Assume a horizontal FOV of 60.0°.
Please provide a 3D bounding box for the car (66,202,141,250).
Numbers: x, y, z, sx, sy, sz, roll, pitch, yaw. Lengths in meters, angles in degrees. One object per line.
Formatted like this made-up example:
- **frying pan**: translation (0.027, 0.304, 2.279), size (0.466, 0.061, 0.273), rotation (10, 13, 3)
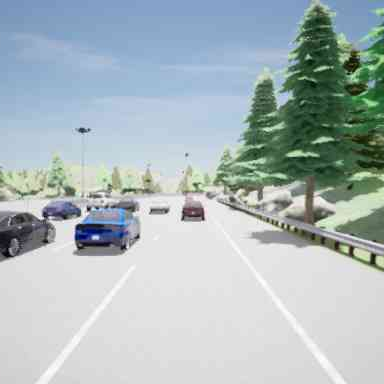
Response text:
- **car**: translation (-3.380, 1.436, 14.145), size (1.882, 1.535, 5.008), rotation (0, 0, 0)

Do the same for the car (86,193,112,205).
- **car**: translation (-10.421, 1.106, 38.320), size (2.150, 2.045, 5.566), rotation (0, 0, 0)

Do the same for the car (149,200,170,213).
- **car**: translation (-3.366, 1.520, 35.801), size (1.895, 1.301, 4.718), rotation (0, 0, 0)

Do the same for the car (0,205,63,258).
- **car**: translation (-6.883, 1.452, 12.569), size (1.837, 1.490, 4.892), rotation (0, 1, 0)

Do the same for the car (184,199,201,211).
- **car**: translation (0.110, 1.527, 40.691), size (1.895, 1.301, 4.718), rotation (0, 0, 1)

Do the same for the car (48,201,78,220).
- **car**: translation (-10.456, 1.428, 26.835), size (1.812, 1.442, 4.674), rotation (0, 0, 0)

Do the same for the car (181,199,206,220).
- **car**: translation (0.102, 1.428, 27.486), size (1.882, 1.535, 5.008), rotation (0, 0, 1)

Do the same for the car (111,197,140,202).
- **car**: translation (-6.862, 1.395, 36.294), size (2.128, 1.511, 4.902), rotation (0, 0, 0)
